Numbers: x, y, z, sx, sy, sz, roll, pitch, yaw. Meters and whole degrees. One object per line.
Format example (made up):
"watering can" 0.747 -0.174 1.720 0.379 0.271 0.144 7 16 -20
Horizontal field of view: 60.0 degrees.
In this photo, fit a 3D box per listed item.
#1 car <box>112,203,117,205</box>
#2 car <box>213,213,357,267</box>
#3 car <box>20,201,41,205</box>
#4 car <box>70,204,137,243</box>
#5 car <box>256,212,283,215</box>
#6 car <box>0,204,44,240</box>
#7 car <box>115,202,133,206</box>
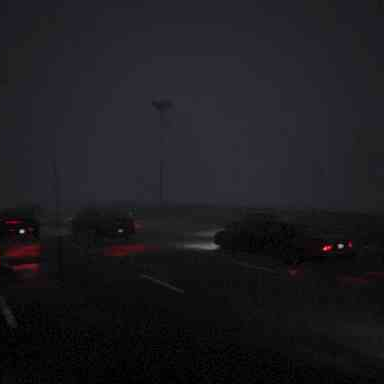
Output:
"car" -8.337 1.755 27.919 1.994 1.385 4.181 1 -1 -36
"car" 3.100 1.725 12.285 2.033 1.411 5.357 1 -1 -36
"car" -15.716 1.614 32.081 1.882 1.535 5.008 1 -1 -36
"car" -4.698 1.602 17.020 1.882 1.535 5.008 1 -1 -36
"car" 3.703 1.766 17.388 1.812 1.442 4.674 1 -1 -36
"car" -9.329 1.571 17.422 1.837 1.490 4.892 1 -1 -36
"car" -6.977 1.744 31.990 2.128 1.511 4.902 1 -1 -36
